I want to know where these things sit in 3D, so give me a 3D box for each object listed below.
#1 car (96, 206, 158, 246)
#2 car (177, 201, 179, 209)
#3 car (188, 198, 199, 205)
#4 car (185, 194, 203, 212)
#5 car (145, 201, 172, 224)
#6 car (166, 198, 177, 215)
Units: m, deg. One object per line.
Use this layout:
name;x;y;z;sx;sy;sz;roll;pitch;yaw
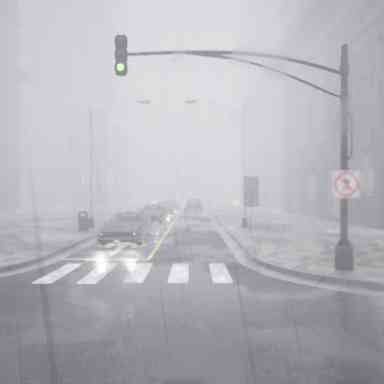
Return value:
car;-3.051;1.626;16.146;2.033;1.411;5.357;0;0;0
car;-2.917;1.653;46.794;1.882;1.535;5.008;0;0;1
car;0.284;1.786;64.155;1.994;1.385;4.181;0;0;0
car;0.208;1.496;40.309;2.097;1.767;4.553;0;0;0
car;-3.030;1.658;26.219;2.033;1.411;5.357;0;0;0
car;-2.990;1.706;36.302;1.994;1.385;4.181;0;0;1
